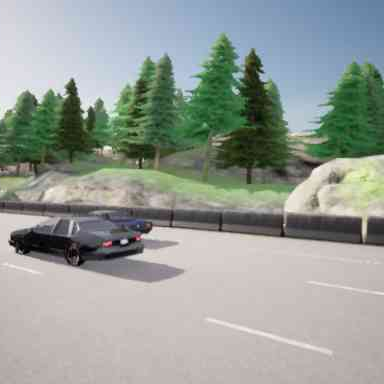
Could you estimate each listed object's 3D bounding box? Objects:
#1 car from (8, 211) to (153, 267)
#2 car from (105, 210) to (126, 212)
[{"bbox_3d":[-4.020,1.479,11.160,5.357,1.411,2.033,0,0,36],"label":"car"},{"bbox_3d":[-4.167,1.514,15.565,4.718,1.301,1.895,0,0,36],"label":"car"}]
